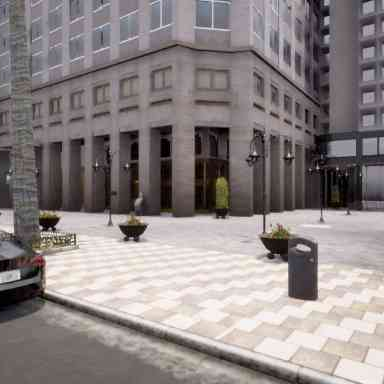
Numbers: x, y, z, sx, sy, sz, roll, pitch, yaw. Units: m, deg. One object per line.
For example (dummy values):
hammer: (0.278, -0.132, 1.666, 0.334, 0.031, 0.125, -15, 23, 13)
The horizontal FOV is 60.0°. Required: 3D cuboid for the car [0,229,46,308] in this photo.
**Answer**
car: (-5.085, 1.513, 7.118, 4.786, 1.482, 2.161, 0, 0, 35)
